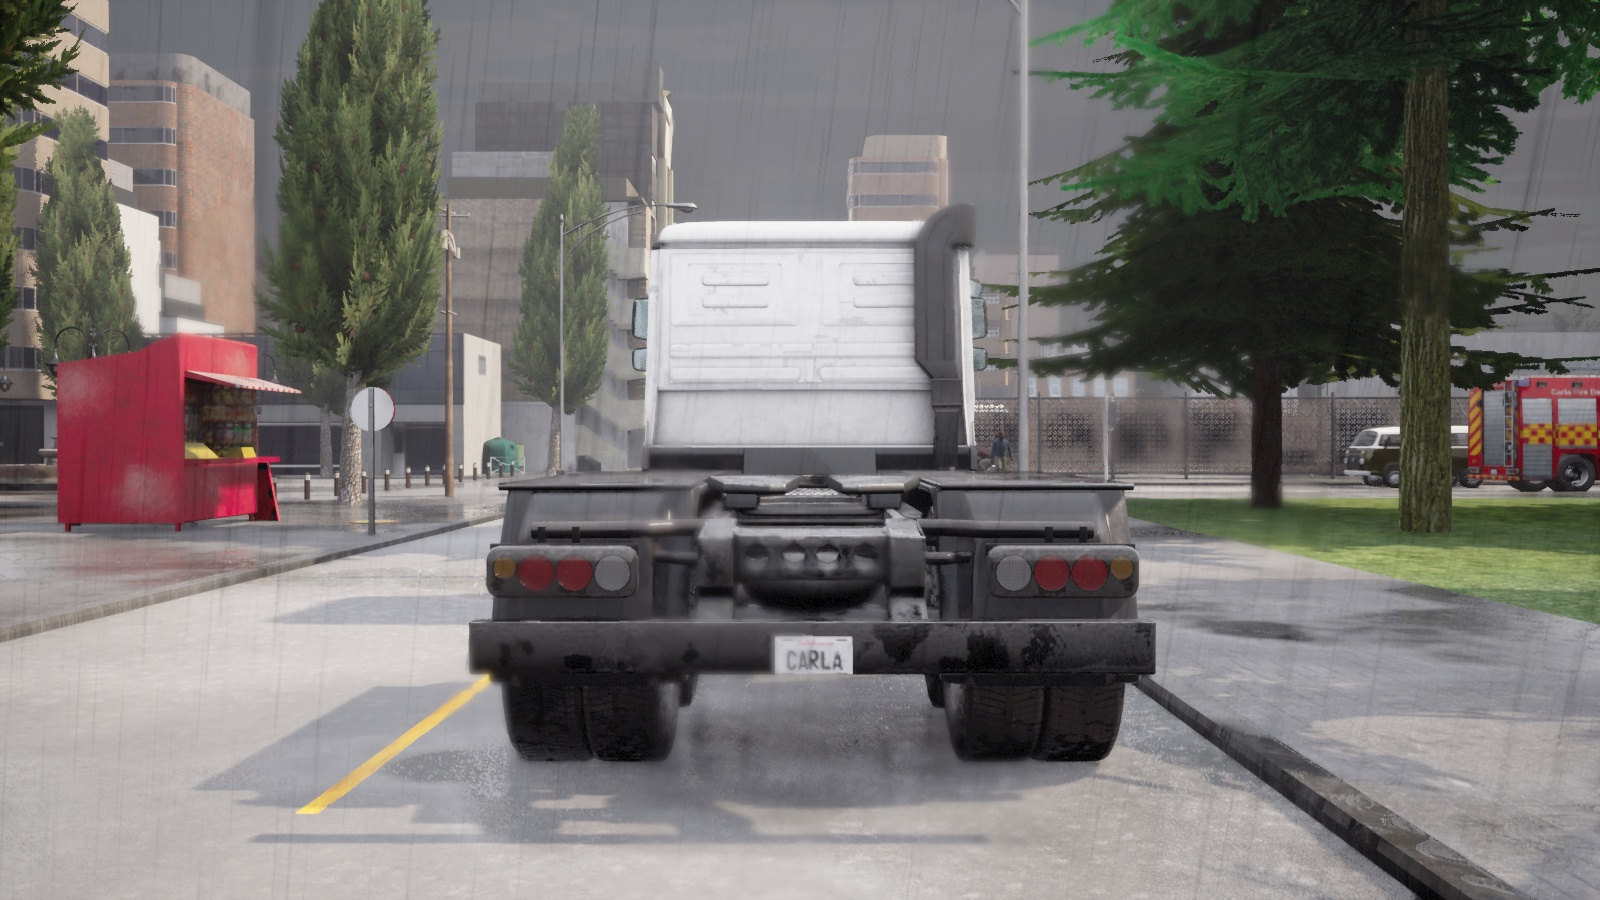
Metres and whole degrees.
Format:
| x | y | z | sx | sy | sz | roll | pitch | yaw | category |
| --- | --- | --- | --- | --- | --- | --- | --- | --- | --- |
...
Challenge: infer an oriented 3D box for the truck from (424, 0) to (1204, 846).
| x | y | z | sx | sy | sz | roll | pitch | yaw | category |
| --- | --- | --- | --- | --- | --- | --- | --- | --- | --- |
| 0.072 | -0.284 | 8.629 | 2.891 | 3.462 | 7.936 | 0 | 0 | 0 | truck |

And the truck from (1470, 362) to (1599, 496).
| x | y | z | sx | sy | sz | roll | pitch | yaw | category |
| --- | --- | --- | --- | --- | --- | --- | --- | --- | --- |
| 24.945 | -0.609 | 37.322 | 8.468 | 3.827 | 2.891 | 0 | 0 | 0 | truck |

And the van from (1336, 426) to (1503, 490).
| x | y | z | sx | sy | sz | roll | pitch | yaw | category |
| --- | --- | --- | --- | --- | --- | --- | --- | --- | --- |
| 20.324 | 0.253 | 41.354 | 4.480 | 2.038 | 2.069 | 0 | 0 | 0 | van |

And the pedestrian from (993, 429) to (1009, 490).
| x | y | z | sx | sy | sz | roll | pitch | yaw | category |
| --- | --- | --- | --- | --- | --- | --- | --- | --- | --- |
| 6.142 | 0.282 | 38.422 | 0.370 | 1.835 | 0.726 | 0 | 0 | 0 | pedestrian |
